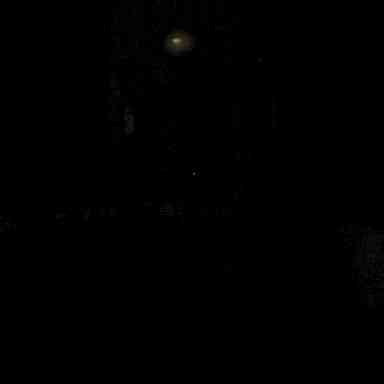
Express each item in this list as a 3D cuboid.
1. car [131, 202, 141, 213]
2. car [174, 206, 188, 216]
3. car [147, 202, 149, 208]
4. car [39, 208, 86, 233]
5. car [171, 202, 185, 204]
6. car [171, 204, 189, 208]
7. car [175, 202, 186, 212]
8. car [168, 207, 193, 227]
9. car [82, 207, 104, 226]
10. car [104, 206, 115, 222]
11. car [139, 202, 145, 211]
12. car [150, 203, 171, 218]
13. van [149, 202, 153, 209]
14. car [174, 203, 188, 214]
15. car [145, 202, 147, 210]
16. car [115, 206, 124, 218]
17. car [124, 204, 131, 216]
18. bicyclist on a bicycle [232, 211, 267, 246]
[{"bbox_3d":[-10.465,2.899,57.047,1.887,1.381,4.507,1,-2,-2],"label":"car"},{"bbox_3d":[-1.725,2.880,51.739,1.947,1.339,4.313,1,-2,-2],"label":"car"},{"bbox_3d":[-11.134,3.384,73.945,1.802,1.307,4.206,1,-2,-2],"label":"car"},{"bbox_3d":[-9.130,2.061,23.247,1.802,1.307,4.206,1,-1,-2],"label":"car"},{"bbox_3d":[-1.499,2.482,46.115,2.192,1.841,5.009,1,-2,-2],"label":"car"},{"bbox_3d":[-1.279,2.564,40.475,1.887,1.381,4.507,1,-2,-2],"label":"car"},{"bbox_3d":[-2.389,3.075,68.645,2.192,1.841,5.009,1,-2,-2],"label":"car"},{"bbox_3d":[-0.834,2.296,29.210,1.947,1.339,4.313,1,-1,-2],"label":"car"},{"bbox_3d":[-9.350,2.061,28.883,1.967,1.590,4.097,1,-1,-2],"label":"car"},{"bbox_3d":[-9.575,2.347,34.514,1.802,1.307,4.206,1,-1,-2],"label":"car"},{"bbox_3d":[-10.685,2.818,62.687,2.192,1.841,5.009,1,-2,-2],"label":"car"},{"bbox_3d":[-3.971,2.563,43.634,2.128,1.511,4.902,1,-2,-3],"label":"car"},{"bbox_3d":[-11.578,3.458,85.218,1.690,1.788,3.998,1,-2,-2],"label":"van"},{"bbox_3d":[-1.944,2.778,57.379,2.192,1.841,5.009,1,-2,-2],"label":"car"},{"bbox_3d":[-10.911,3.217,68.314,1.947,1.339,4.313,1,-2,-2],"label":"car"},{"bbox_3d":[-9.790,2.432,39.978,1.752,1.417,4.829,1,-1,-2],"label":"car"},{"bbox_3d":[-10.020,2.624,45.781,1.947,1.339,4.313,1,-2,-2],"label":"car"},{"bbox_3d":[2.678,1.722,15.465,1.656,1.620,0.582,0,-1,-2],"label":"bicyclist on a bicycle"}]
